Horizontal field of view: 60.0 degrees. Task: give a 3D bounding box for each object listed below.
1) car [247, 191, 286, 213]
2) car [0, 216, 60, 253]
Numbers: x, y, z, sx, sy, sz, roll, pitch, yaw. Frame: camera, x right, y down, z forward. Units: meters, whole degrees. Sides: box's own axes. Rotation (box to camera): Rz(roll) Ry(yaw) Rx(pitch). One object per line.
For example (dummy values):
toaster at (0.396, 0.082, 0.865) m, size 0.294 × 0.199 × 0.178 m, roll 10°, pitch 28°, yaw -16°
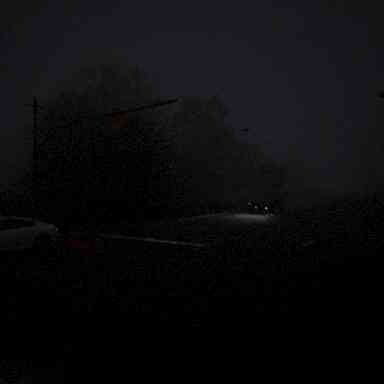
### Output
car at (7.574, 0.959, 33.368) m, size 2.150 × 2.045 × 5.566 m, roll -1°, pitch 2°, yaw 35°
car at (-7.248, 1.635, 12.355) m, size 1.812 × 1.442 × 4.674 m, roll -1°, pitch 0°, yaw 35°
